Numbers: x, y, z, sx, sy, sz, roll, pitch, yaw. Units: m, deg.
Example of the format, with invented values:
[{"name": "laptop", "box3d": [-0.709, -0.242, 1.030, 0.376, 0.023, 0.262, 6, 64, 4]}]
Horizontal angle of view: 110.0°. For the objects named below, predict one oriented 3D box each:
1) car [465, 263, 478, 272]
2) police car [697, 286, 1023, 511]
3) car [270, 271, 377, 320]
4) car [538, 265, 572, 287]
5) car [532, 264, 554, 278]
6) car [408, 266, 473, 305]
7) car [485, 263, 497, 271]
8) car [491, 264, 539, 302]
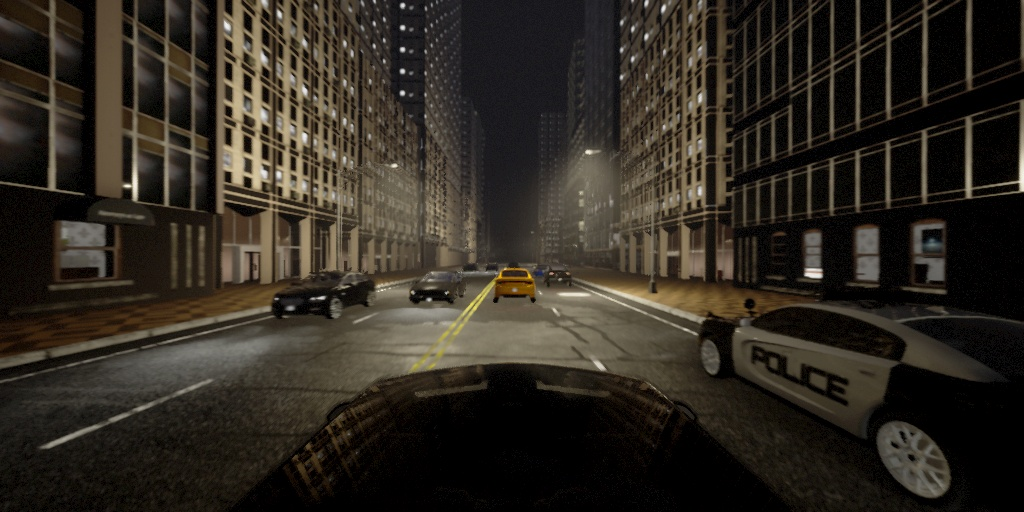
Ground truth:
[{"name": "car", "box3d": [-6.446, 1.758, 56.574, 1.994, 1.385, 4.181, 0, -1, 1]}, {"name": "police car", "box3d": [4.228, 1.209, 4.511, 1.930, 1.638, 5.238, 0, 0, 0]}, {"name": "car", "box3d": [-6.583, 1.306, 13.111, 2.128, 1.511, 4.902, 0, 0, 0]}, {"name": "car", "box3d": [3.323, 1.448, 27.037, 2.128, 1.511, 4.902, 0, -1, 0]}, {"name": "car", "box3d": [3.338, 1.627, 39.257, 1.994, 1.385, 4.181, 0, 0, 1]}, {"name": "car", "box3d": [-3.327, 1.403, 17.102, 2.033, 1.411, 5.357, 0, 0, 0]}, {"name": "car", "box3d": [-3.197, 1.818, 57.850, 1.895, 1.301, 4.718, 0, -1, 1]}, {"name": "car", "box3d": [0.124, 1.352, 18.081, 1.882, 1.535, 5.008, 0, 0, 0]}]
